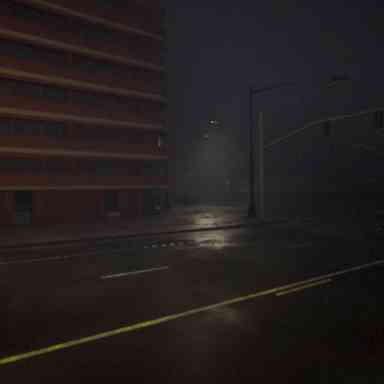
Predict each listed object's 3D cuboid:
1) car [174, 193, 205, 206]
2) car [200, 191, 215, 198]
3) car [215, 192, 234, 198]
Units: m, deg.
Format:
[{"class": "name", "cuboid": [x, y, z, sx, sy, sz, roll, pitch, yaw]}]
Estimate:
[{"class": "car", "cuboid": [-0.767, 1.267, 49.632, 2.128, 1.511, 4.902, -1, 1, -37]}, {"class": "car", "cuboid": [4.044, 0.627, 82.987, 4.611, 1.667, 2.242, -1, 1, -36]}, {"class": "car", "cuboid": [8.034, 0.773, 78.784, 3.806, 1.475, 1.970, -1, 1, -36]}]
